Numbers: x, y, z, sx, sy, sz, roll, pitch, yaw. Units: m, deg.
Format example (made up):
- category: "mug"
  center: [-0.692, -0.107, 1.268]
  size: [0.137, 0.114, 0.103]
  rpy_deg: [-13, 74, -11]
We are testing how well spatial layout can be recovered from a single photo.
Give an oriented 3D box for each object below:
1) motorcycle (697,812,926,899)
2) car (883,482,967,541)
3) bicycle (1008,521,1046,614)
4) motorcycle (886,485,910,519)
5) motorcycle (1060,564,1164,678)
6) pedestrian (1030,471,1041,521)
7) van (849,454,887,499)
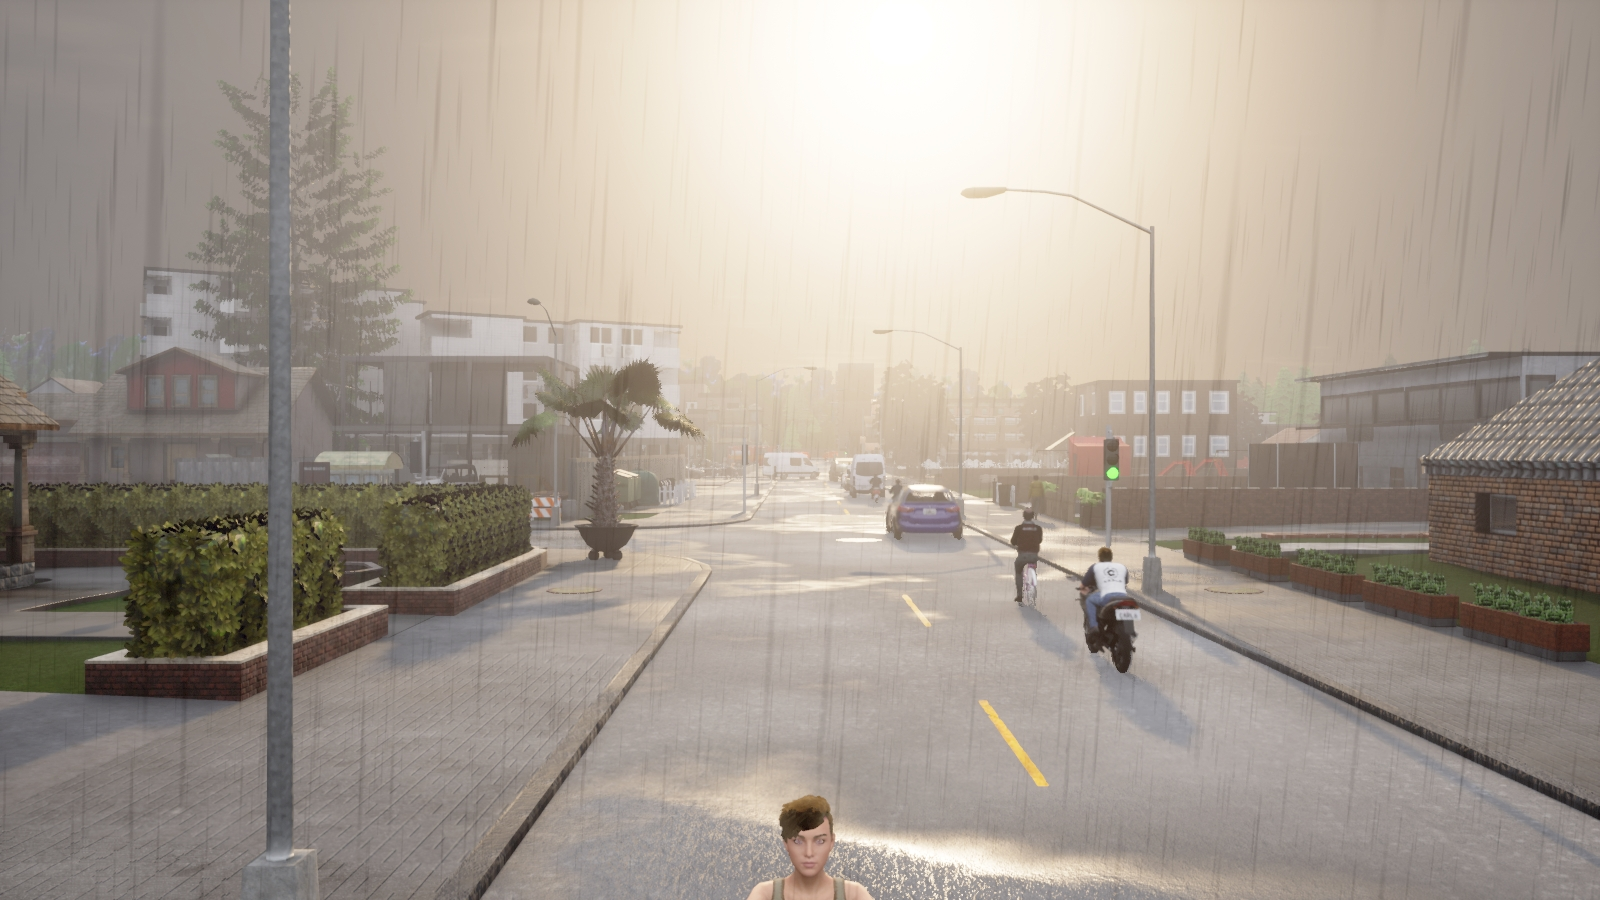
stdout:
- category: "motorcycle"
  center: [0.039, 2.155, 3.558]
  size: [0.764, 1.307, 2.356]
  rpy_deg: [0, 0, 0]
- category: "car"
  center: [4.036, 1.967, 37.599]
  size: [2.242, 1.667, 4.611]
  rpy_deg: [0, 0, 0]
- category: "bicycle"
  center: [4.043, 2.060, 20.446]
  size: [0.329, 1.471, 1.835]
  rpy_deg: [0, 0, 0]
- category: "motorcycle"
  center: [4.032, 2.142, 47.205]
  size: [0.856, 1.316, 1.805]
  rpy_deg: [0, 0, 0]
- category: "motorcycle"
  center: [4.037, 2.186, 14.946]
  size: [0.803, 1.199, 2.033]
  rpy_deg: [0, 0, 0]
- category: "pedestrian"
  center: [8.865, 1.744, 43.096]
  size: [0.375, 1.860, 0.375]
  rpy_deg: [0, 0, 7]
- category: "van"
  center: [4.032, 1.534, 68.676]
  size: [1.988, 2.561, 5.915]
  rpy_deg: [0, 0, 0]
